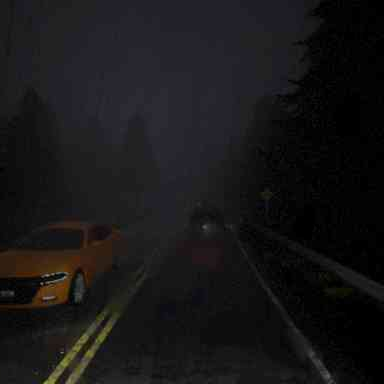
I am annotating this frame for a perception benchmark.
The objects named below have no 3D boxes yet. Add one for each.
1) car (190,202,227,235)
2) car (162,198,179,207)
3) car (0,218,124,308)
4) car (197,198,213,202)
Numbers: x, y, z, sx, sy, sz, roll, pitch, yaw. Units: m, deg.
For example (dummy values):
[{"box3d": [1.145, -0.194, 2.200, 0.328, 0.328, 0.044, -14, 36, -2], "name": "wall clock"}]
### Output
[{"box3d": [0.907, 1.520, 18.883, 1.837, 1.490, 4.892, 0, 0, 4], "name": "car"}, {"box3d": [-3.269, 1.599, 50.348, 1.895, 1.301, 4.718, 1, 0, -15], "name": "car"}, {"box3d": [-3.085, 1.487, 8.230, 1.882, 1.535, 5.008, 0, 0, 2], "name": "car"}, {"box3d": [1.715, 1.564, 41.352, 1.837, 1.490, 4.892, 1, 0, -5], "name": "car"}]
